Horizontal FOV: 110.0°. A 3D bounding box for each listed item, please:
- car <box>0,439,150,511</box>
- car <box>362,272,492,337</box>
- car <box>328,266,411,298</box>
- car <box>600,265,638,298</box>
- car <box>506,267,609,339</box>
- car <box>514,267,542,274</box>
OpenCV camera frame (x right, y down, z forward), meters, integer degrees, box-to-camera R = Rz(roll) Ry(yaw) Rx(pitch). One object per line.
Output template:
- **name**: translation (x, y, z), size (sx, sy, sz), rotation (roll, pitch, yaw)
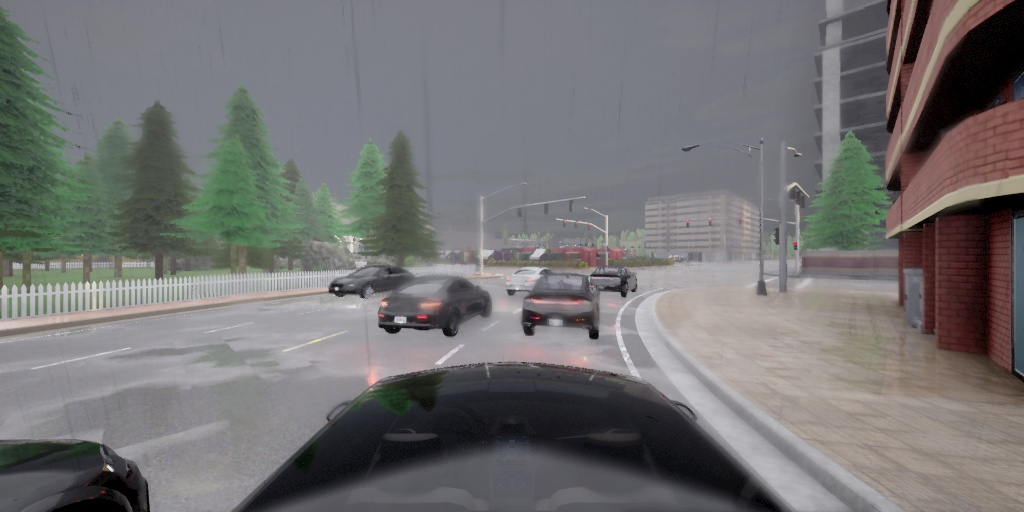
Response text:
- **car**: translation (-3.170, 1.314, 0.434), size (1.994, 1.385, 4.181), rotation (0, 0, -2)
- **car**: translation (-1.986, 1.276, 10.340), size (1.812, 1.442, 4.674), rotation (0, 0, 13)
- **car**: translation (-6.965, 1.257, 18.353), size (1.837, 1.490, 4.892), rotation (0, -1, 22)
- **car**: translation (5.344, 1.241, 18.824), size (2.128, 1.511, 4.902), rotation (0, 0, 28)
- **car**: translation (1.561, 1.242, 10.208), size (2.128, 1.511, 4.902), rotation (0, 0, 14)
- **car**: translation (1.266, 1.276, 18.837), size (1.812, 1.442, 4.674), rotation (0, 0, 26)
